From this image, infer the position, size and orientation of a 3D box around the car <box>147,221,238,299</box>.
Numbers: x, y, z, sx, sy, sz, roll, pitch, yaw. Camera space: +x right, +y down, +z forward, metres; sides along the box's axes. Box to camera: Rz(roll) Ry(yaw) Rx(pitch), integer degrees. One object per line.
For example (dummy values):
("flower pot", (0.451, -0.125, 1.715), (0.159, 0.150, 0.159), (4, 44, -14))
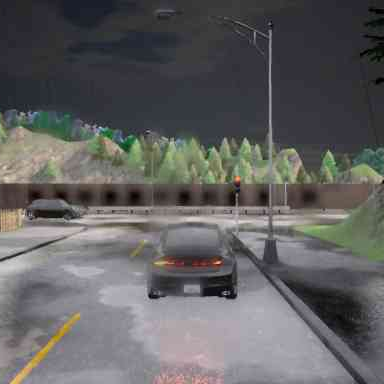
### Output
("car", (0.025, 1.505, 8.429), (1.837, 1.490, 4.892), (0, 0, 1))

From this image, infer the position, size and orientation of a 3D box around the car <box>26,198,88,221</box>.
("car", (-10.788, 1.351, 26.799), (4.553, 1.767, 2.097), (0, 0, 6))
